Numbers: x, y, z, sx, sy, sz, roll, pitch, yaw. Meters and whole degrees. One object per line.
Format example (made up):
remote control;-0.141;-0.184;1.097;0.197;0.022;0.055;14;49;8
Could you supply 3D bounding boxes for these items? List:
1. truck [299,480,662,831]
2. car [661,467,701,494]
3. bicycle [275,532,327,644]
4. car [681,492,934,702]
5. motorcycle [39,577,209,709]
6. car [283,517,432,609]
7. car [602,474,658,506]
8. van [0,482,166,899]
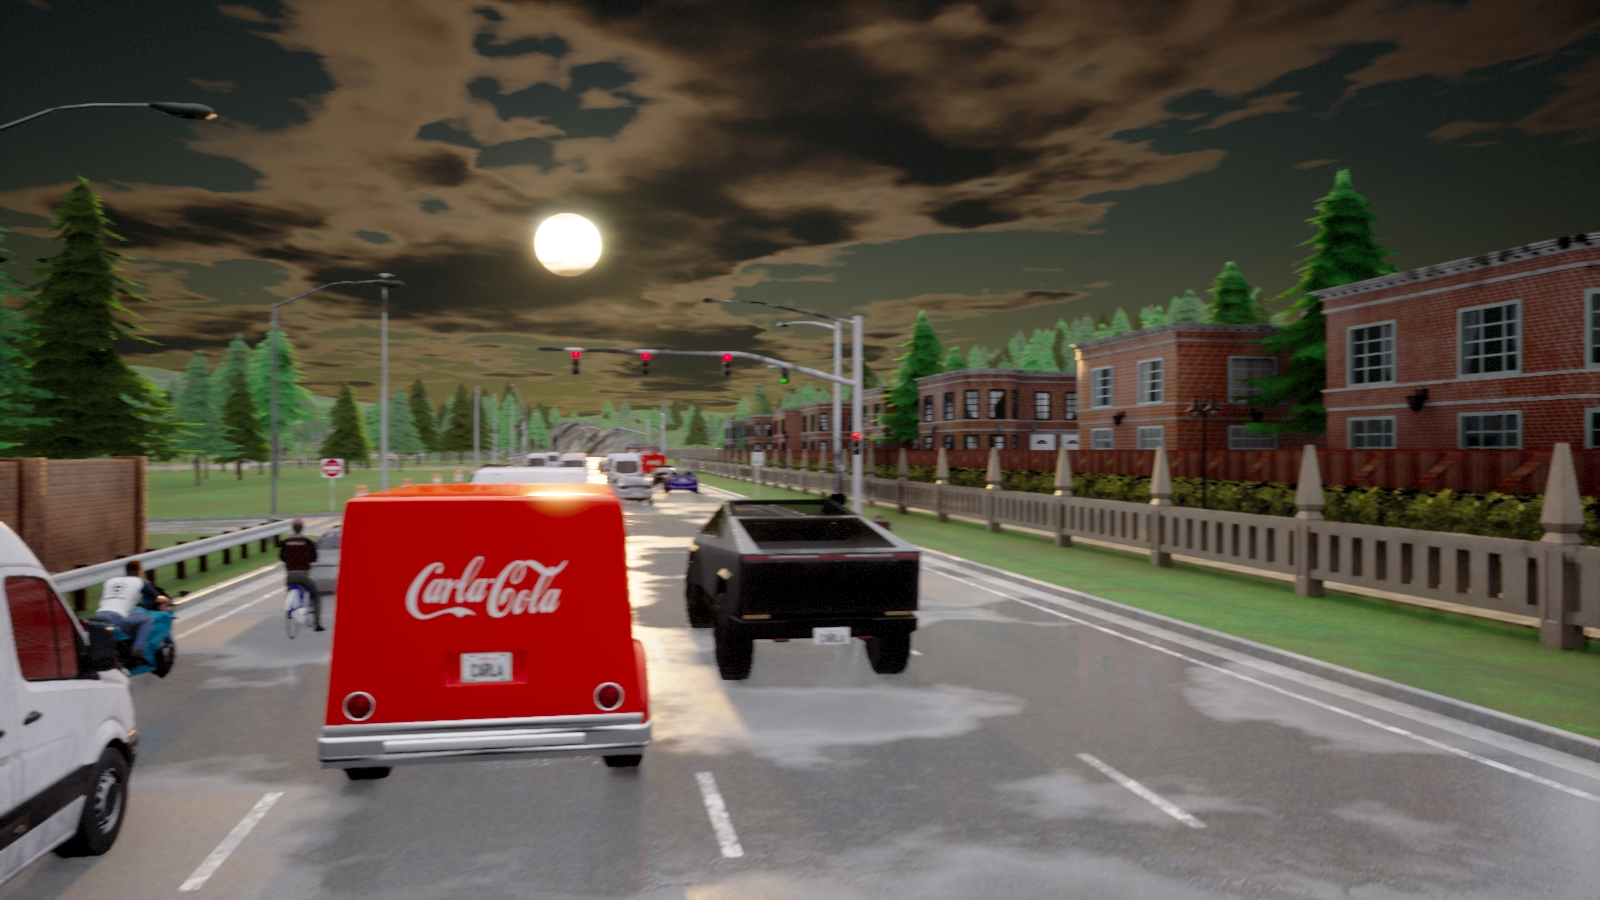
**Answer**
truck;-2.841;1.566;11.116;2.627;2.467;5.204;0;-1;-11
car;-7.931;2.009;75.812;2.242;1.667;4.611;0;0;-11
bicycle;-7.606;2.066;17.469;0.329;1.471;1.835;0;0;-11
car;-0.212;1.764;16.042;2.390;2.098;6.274;0;0;-11
motorcycle;-7.804;2.189;13.312;0.803;1.199;2.033;0;0;-1
car;-8.544;2.127;22.424;1.994;1.385;4.181;0;0;-11
car;-8.976;2.065;60.032;2.097;1.535;5.006;0;0;-18
van;-5.427;1.535;5.918;1.988;2.561;5.915;0;0;-11
